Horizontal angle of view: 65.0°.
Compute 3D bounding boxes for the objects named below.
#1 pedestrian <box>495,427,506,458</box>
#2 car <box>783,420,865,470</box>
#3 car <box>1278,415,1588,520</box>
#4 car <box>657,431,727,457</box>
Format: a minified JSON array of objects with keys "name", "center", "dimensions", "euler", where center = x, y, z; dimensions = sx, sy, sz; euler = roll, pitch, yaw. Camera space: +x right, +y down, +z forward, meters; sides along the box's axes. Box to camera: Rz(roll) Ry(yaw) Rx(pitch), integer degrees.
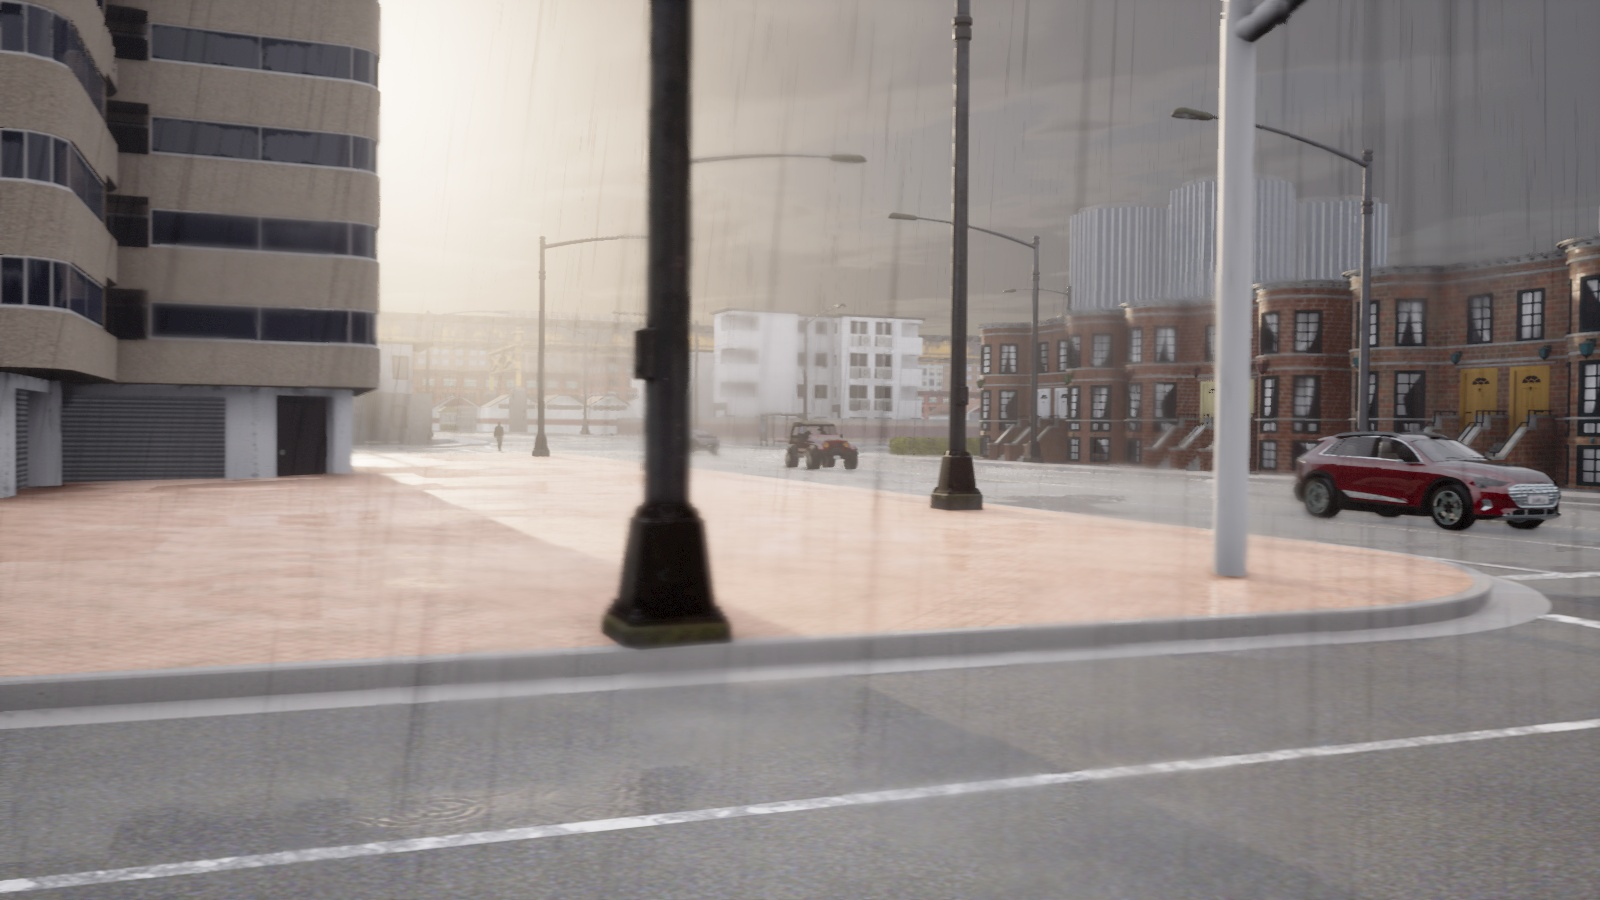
[{"name":"pedestrian","center":[-18.047,-0.453,75.674],"dimensions":[0.431,1.840,0.703],"euler":[-1,1,-26]},{"name":"car","center":[0.894,-0.217,49.216],"dimensions":[1.905,1.878,3.866],"euler":[-1,1,-21]},{"name":"car","center":[11.128,0.241,22.539],"dimensions":[2.033,1.649,4.856],"euler":[-1,1,-21]},{"name":"car","center":[-6.580,-0.385,75.875],"dimensions":[2.128,1.511,4.902],"euler":[-1,1,-33]}]
